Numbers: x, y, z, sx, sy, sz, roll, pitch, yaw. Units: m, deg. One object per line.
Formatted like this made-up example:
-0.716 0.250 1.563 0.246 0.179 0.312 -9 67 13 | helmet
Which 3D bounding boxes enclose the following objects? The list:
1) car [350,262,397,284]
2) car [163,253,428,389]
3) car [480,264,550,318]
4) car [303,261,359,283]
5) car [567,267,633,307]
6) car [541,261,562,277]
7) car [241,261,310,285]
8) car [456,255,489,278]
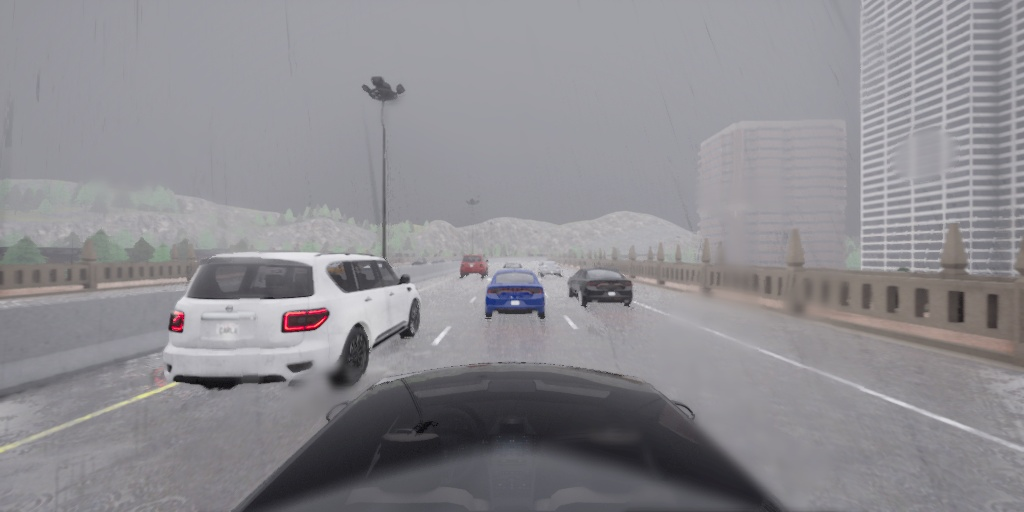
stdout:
-10.607 1.237 27.866 1.812 1.442 4.674 0 0 0 | car
-3.414 0.964 6.976 2.150 2.045 5.566 0 0 0 | car
0.095 1.210 12.903 1.882 1.535 5.008 0 0 0 | car
-14.107 1.189 28.274 1.882 1.535 5.008 0 0 0 | car
3.594 1.206 15.375 1.882 1.535 5.008 0 0 0 | car
3.573 1.224 34.394 1.812 1.442 4.674 0 0 0 | car
-17.606 1.192 27.023 1.882 1.535 5.008 0 0 0 | car
-3.413 0.923 32.980 2.150 2.045 5.566 0 0 0 | car
